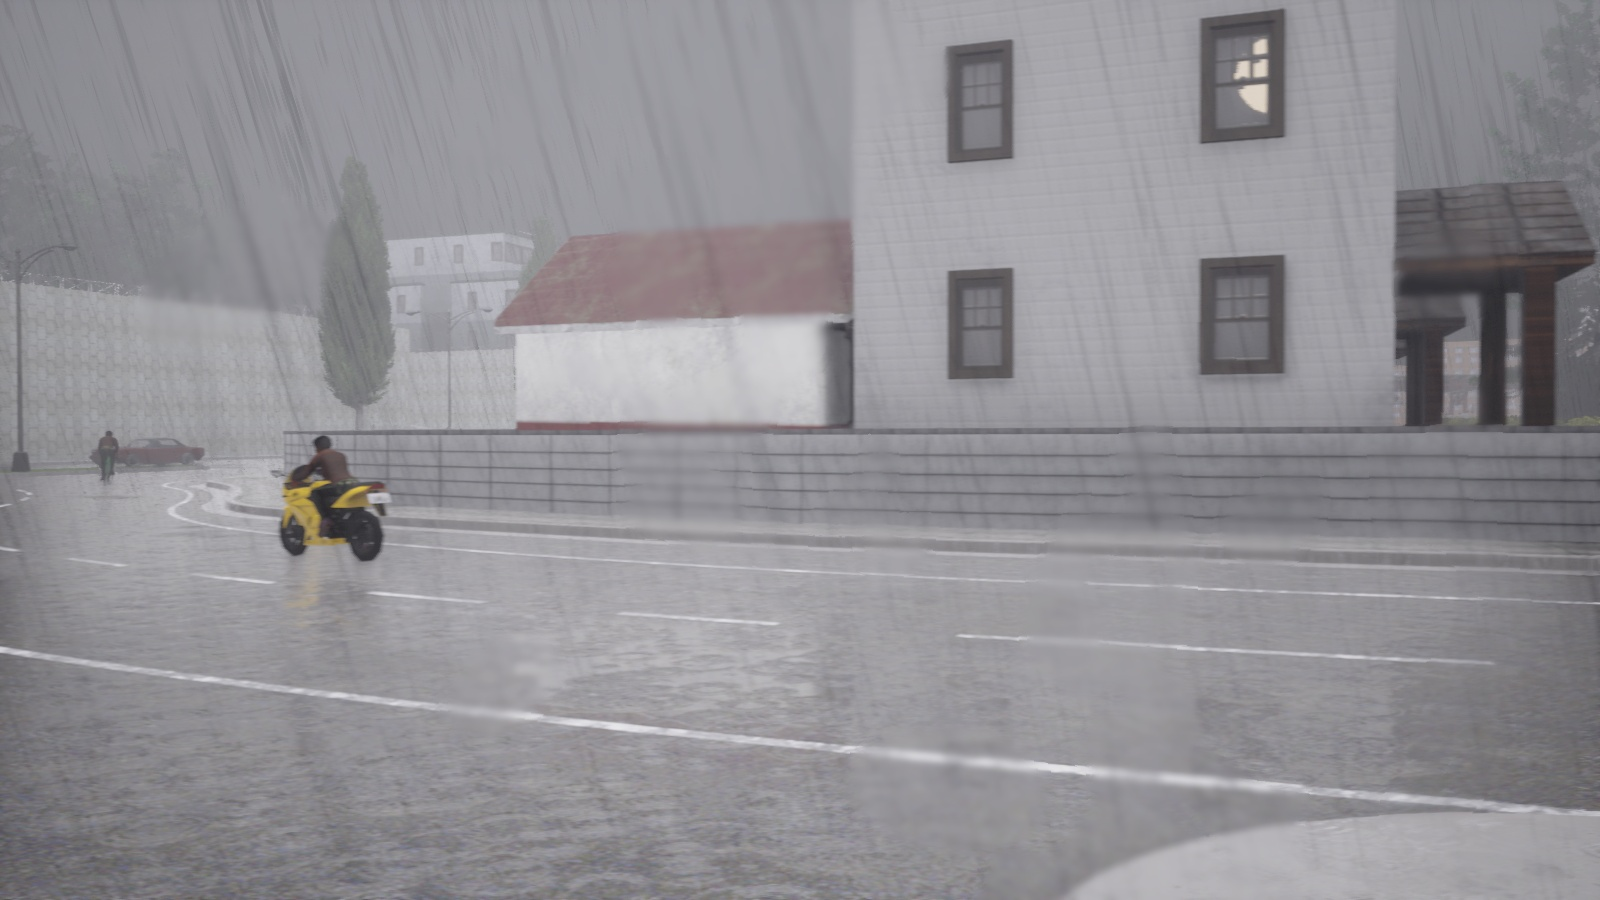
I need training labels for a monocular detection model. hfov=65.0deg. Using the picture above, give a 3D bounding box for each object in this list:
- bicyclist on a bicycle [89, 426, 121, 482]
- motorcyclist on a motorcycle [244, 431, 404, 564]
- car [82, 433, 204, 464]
[{"bbox_3d":[-20.556,0.100,37.161,0.582,1.620,1.656,1,0,-21],"label":"bicyclist on a bicycle"},{"bbox_3d":[-5.847,0.537,15.383,2.044,1.523,0.797,1,1,34],"label":"motorcyclist on a motorcycle"},{"bbox_3d":[-29.241,-0.091,56.042,1.895,1.301,4.718,1,1,21],"label":"car"}]
